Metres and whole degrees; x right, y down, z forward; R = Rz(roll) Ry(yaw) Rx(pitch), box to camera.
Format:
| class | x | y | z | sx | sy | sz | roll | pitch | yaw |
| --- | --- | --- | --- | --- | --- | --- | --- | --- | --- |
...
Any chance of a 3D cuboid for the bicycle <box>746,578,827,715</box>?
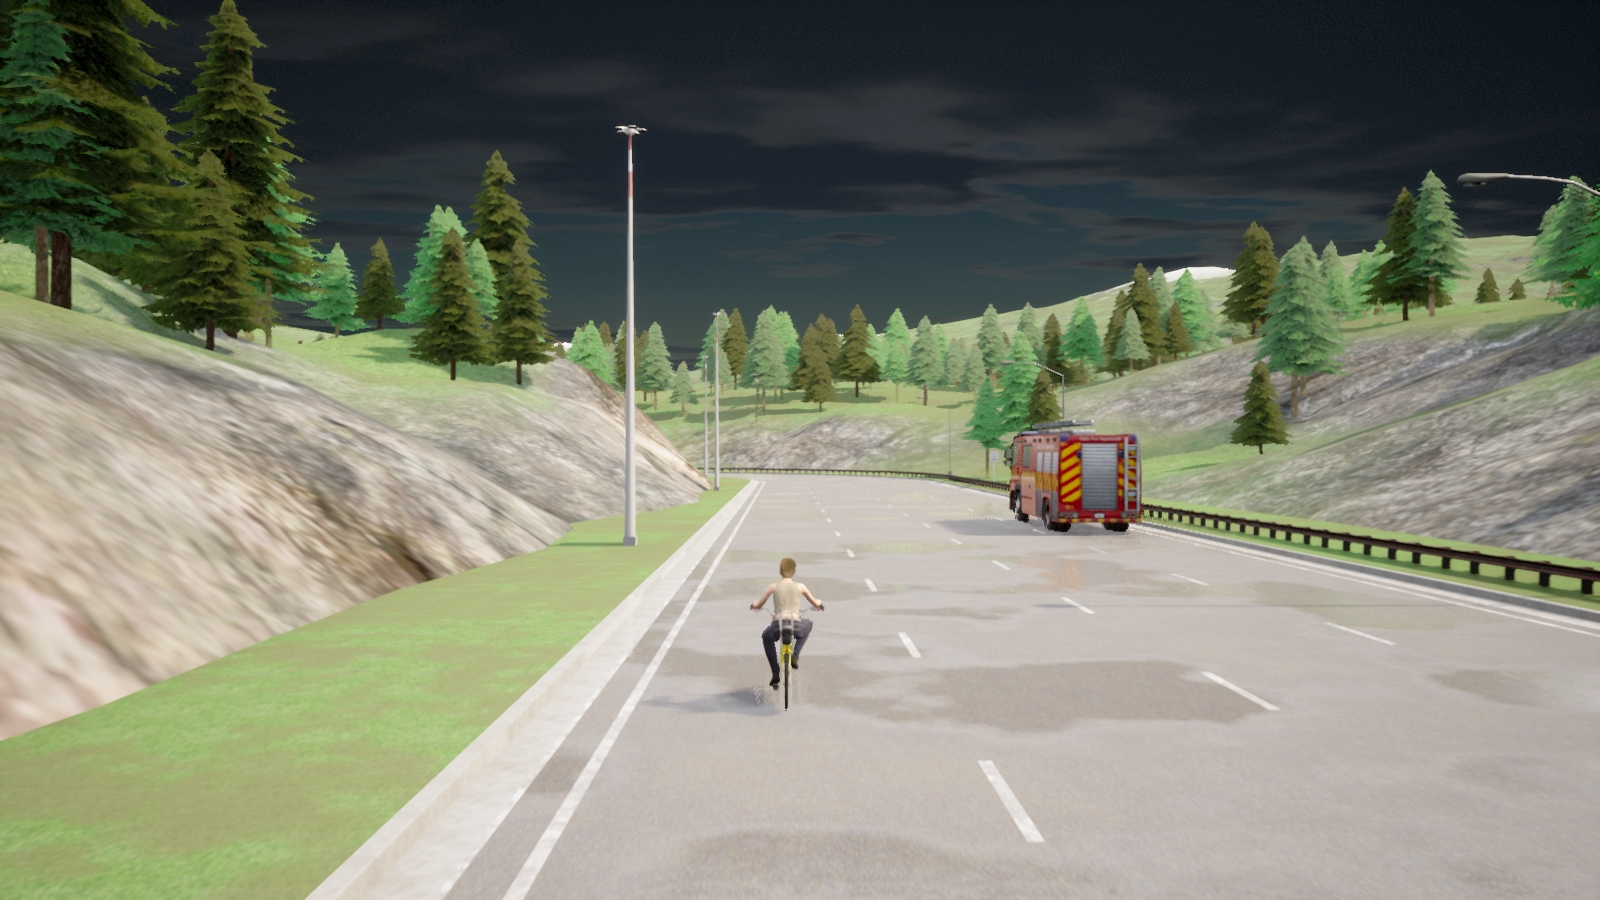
| class | x | y | z | sx | sy | sz | roll | pitch | yaw |
| --- | --- | --- | --- | --- | --- | --- | --- | --- | --- |
| bicycle | -0.146 | 2.162 | 12.836 | 0.859 | 1.276 | 1.487 | 0 | 0 | 0 |

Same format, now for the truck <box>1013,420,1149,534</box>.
| class | x | y | z | sx | sy | sz | roll | pitch | yaw |
| --- | --- | --- | --- | --- | --- | --- | --- | --- | --- |
| truck | 10.219 | 0.903 | 42.581 | 2.891 | 3.827 | 8.468 | 0 | 0 | -1 |
